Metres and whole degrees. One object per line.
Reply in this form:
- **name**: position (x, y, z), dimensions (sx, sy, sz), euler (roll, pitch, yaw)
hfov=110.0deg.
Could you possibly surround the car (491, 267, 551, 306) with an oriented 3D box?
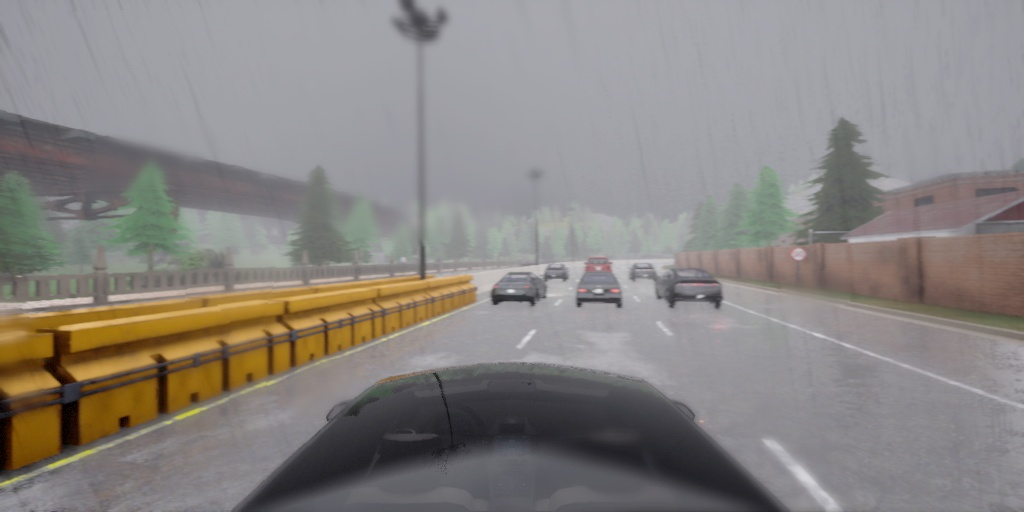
- **car**: position (0.432, 1.419, 16.681), dimensions (1.994, 1.385, 4.181), euler (-1, 0, 14)

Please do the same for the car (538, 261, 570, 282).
- **car**: position (3.931, 1.409, 31.301), dimensions (2.128, 1.511, 4.902), euler (-1, 0, 14)

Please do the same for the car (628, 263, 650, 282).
- **car**: position (10.738, 1.308, 29.670), dimensions (2.128, 1.511, 4.902), euler (-1, 0, 14)

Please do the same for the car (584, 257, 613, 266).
- **car**: position (7.264, 1.082, 30.224), dimensions (2.150, 2.045, 5.566), euler (-1, 0, 13)

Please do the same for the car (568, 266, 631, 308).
- **car**: position (3.767, 1.350, 15.596), dimensions (2.033, 1.411, 5.357), euler (-1, 0, 14)

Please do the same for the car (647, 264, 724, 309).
- **car**: position (7.244, 1.246, 15.077), dimensions (2.128, 1.511, 4.902), euler (-1, 0, 14)
